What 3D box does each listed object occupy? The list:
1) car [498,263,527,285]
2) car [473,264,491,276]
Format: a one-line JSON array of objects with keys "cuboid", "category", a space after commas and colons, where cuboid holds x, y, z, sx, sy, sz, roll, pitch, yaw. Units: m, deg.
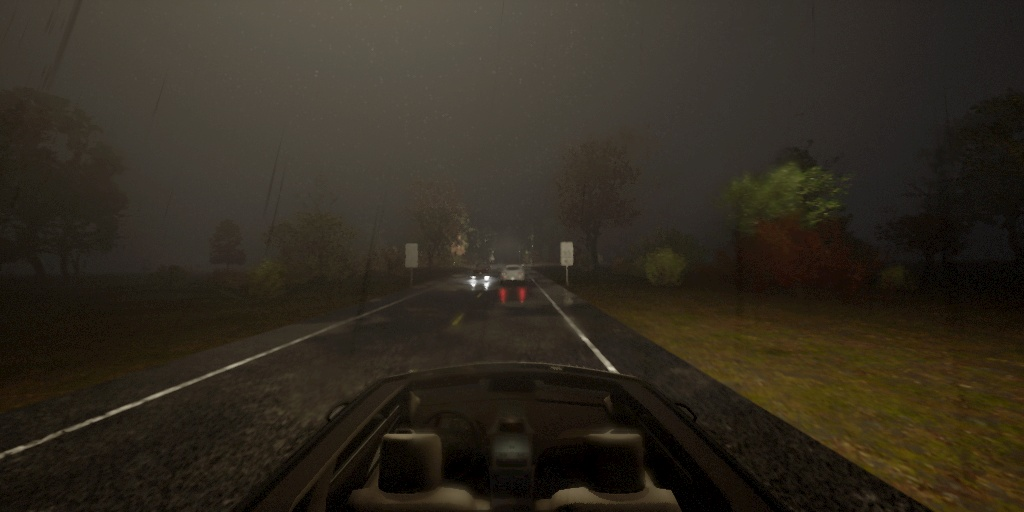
[{"cuboid": [0.072, 1.359, 27.230, 1.812, 1.442, 4.674, -1, 0, 1], "category": "car"}, {"cuboid": [-3.422, 1.551, 41.335, 1.895, 1.301, 4.718, -1, 0, 0], "category": "car"}]
